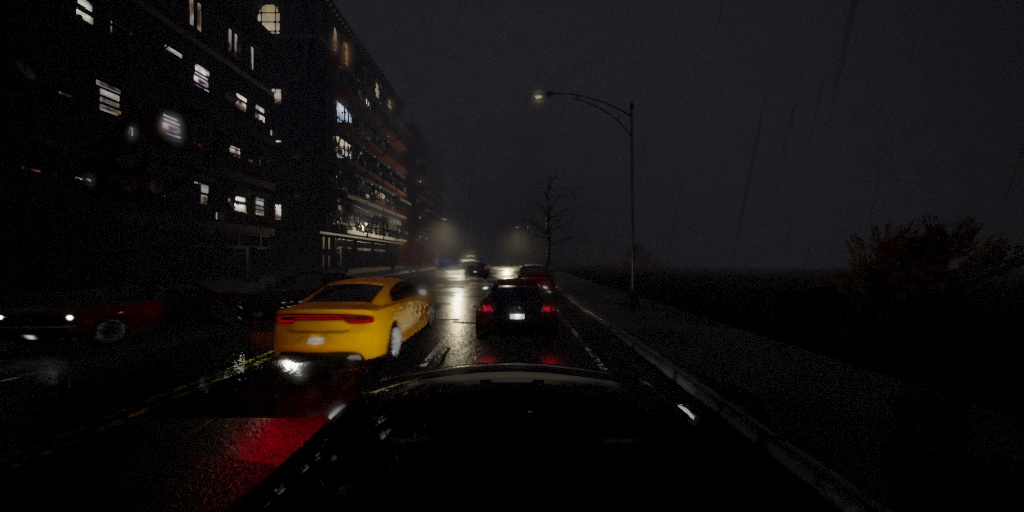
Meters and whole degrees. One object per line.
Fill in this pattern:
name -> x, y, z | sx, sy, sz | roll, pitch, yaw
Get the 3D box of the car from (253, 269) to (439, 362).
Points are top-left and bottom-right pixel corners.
car -> -3.142, 1.229, 8.230 | 1.882, 1.535, 5.008 | 0, 0, 0

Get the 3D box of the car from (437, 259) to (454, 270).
car -> -9.764, 1.227, 52.793 | 1.882, 1.535, 5.008 | 0, 0, 0

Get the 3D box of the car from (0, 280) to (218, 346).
car -> -9.840, 1.352, 9.536 | 1.895, 1.301, 4.718 | 0, 0, 0

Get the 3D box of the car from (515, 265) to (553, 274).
car -> 1.163, 1.230, 18.896 | 1.882, 1.535, 5.008 | 0, 0, 0

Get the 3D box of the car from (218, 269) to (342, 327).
car -> -6.586, 1.229, 11.779 | 1.882, 1.535, 5.008 | 0, 0, 0

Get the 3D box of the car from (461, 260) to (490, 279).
car -> -3.103, 1.315, 32.603 | 1.994, 1.385, 4.181 | 0, 0, 0

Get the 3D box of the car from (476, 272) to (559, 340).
car -> 0.114, 1.315, 9.976 | 1.994, 1.385, 4.181 | 0, 0, 0

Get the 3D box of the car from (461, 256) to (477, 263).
car -> -6.509, 0.970, 55.281 | 2.150, 2.045, 5.566 | 0, 0, 0
